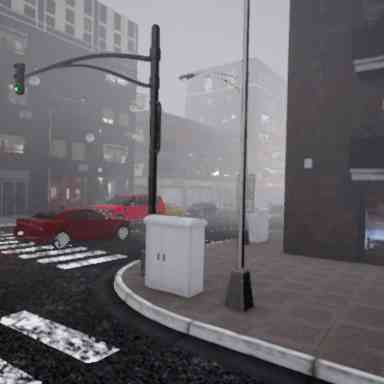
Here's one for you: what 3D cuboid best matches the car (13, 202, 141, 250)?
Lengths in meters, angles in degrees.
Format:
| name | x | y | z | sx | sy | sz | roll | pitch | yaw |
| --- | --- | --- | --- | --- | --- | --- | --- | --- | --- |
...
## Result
| name | x | y | z | sx | sy | sz | roll | pitch | yaw |
| --- | --- | --- | --- | --- | --- | --- | --- | --- | --- |
| car | -4.731 | 1.380 | 13.982 | 1.882 | 1.535 | 5.008 | 2 | 0 | 35 |

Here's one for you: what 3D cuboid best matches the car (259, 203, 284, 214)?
| name | x | y | z | sx | sy | sz | roll | pitch | yaw |
| --- | --- | --- | --- | --- | --- | --- | --- | --- | --- |
| car | 9.859 | 1.975 | 40.398 | 1.895 | 1.301 | 4.718 | 2 | 0 | 35 |

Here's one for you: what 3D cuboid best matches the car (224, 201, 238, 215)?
| name | x | y | z | sx | sy | sz | roll | pitch | yaw |
| --- | --- | --- | --- | --- | --- | --- | --- | --- | --- |
| car | 3.988 | 1.702 | 36.536 | 1.752 | 1.417 | 4.829 | 1 | -1 | 35 |

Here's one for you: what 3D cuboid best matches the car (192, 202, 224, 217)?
| name | x | y | z | sx | sy | sz | roll | pitch | yaw |
| --- | --- | --- | --- | --- | --- | --- | --- | --- | --- |
| car | 0.933 | 1.643 | 32.139 | 1.947 | 1.339 | 4.313 | 1 | -1 | 35 |

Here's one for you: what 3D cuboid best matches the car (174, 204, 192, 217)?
| name | x | y | z | sx | sy | sz | roll | pitch | yaw |
| --- | --- | --- | --- | --- | --- | --- | --- | --- | --- |
| car | -2.314 | 1.496 | 27.463 | 1.752 | 1.417 | 4.829 | 1 | -1 | 35 |

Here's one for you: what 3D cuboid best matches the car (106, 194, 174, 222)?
| name | x | y | z | sx | sy | sz | roll | pitch | yaw |
| --- | --- | --- | --- | --- | --- | --- | --- | --- | --- |
| car | -3.883 | 1.145 | 20.624 | 2.150 | 2.045 | 5.566 | 2 | 0 | 35 |

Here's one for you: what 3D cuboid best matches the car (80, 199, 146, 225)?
| name | x | y | z | sx | sy | sz | roll | pitch | yaw |
| --- | --- | --- | --- | --- | --- | --- | --- | --- | --- |
| car | -5.365 | 1.311 | 23.067 | 1.967 | 1.590 | 4.097 | 1 | -1 | 35 |
